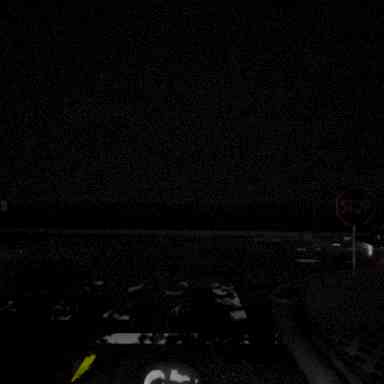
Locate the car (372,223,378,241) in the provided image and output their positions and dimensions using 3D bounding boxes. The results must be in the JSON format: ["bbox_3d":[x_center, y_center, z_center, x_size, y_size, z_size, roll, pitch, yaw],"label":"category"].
[{"bbox_3d":[10.355,1.466,14.412,4.553,1.767,2.097,1,0,0],"label":"car"}]

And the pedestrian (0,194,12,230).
[{"bbox_3d":[-9.679,1.017,17.220,0.375,1.860,0.375,0,-1,0],"label":"pedestrian"}]

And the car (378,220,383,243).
[{"bbox_3d":[9.407,1.442,11.545,4.553,1.767,2.097,1,0,-3],"label":"car"}]
